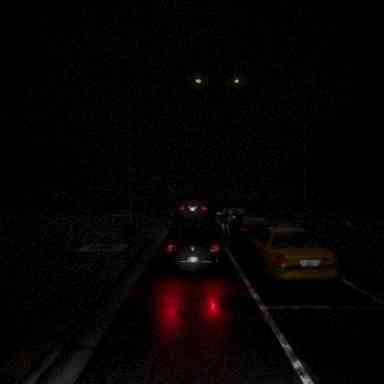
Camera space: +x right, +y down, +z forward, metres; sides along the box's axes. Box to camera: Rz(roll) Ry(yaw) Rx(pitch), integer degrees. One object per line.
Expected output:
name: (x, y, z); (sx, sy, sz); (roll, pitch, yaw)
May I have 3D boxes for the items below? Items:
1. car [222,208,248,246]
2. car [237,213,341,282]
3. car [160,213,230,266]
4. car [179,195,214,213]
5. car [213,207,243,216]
car: (2.616, 1.611, 15.053); (1.802, 1.307, 4.206); (-1, 0, 0)
car: (2.617, 1.544, 9.690); (1.752, 1.417, 4.829); (-1, 0, 0)
car: (0.050, 1.623, 11.595); (1.895, 1.301, 4.718); (0, 0, 0)
car: (0.395, 1.270, 24.870); (2.150, 2.045, 5.566); (0, 0, 8)
car: (2.613, 1.591, 20.585); (2.008, 1.369, 4.403); (-1, 0, 0)
